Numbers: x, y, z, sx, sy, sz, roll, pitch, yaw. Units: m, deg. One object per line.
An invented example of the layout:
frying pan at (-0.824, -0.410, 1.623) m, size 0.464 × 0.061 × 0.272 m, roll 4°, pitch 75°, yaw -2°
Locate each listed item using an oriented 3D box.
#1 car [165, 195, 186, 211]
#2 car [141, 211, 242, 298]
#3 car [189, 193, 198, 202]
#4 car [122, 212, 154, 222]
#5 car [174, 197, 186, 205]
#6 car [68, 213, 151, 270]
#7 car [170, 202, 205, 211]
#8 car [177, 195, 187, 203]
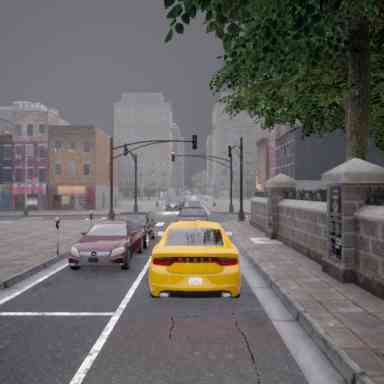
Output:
car at (-2.239, 1.482, 41.628) m, size 2.128 × 1.511 × 4.902 m, roll 0°, pitch 0°, yaw 0°
car at (0.076, 1.477, 8.561) m, size 1.882 × 1.535 × 5.008 m, roll 0°, pitch 0°, yaw 0°
car at (0.368, 1.508, 66.839) m, size 1.812 × 1.442 × 4.674 m, roll 0°, pitch 0°, yaw 0°
car at (-2.621, 1.565, 14.629) m, size 1.947 × 1.339 × 4.313 m, roll 0°, pitch 0°, yaw 0°
car at (-2.201, 1.586, 61.624) m, size 1.895 × 1.301 × 4.718 m, roll 0°, pitch 0°, yaw 0°
car at (-2.625, 1.581, 10.966) m, size 1.802 × 1.307 × 4.206 m, roll 0°, pitch 0°, yaw 0°
car at (0.026, 1.546, 19.050) m, size 2.033 × 1.411 × 5.357 m, roll 0°, pitch 0°, yaw 0°
car at (-2.132, 1.480, 71.825) m, size 1.837 × 1.490 × 4.892 m, roll 0°, pitch 0°, yaw 0°
